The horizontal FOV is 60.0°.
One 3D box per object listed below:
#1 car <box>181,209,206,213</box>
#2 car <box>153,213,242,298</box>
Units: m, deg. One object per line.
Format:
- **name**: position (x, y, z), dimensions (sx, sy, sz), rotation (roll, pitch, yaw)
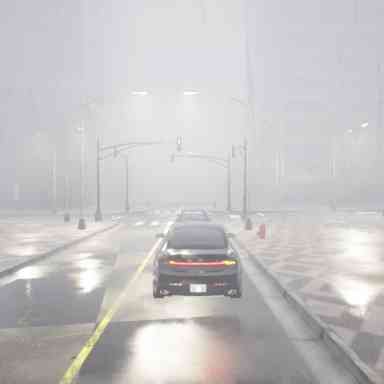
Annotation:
- **car**: position (0.068, 1.557, 17.375), dimensions (1.994, 1.385, 4.181), rotation (0, 0, 1)
- **car**: position (0.104, 1.502, 8.471), dimensions (1.837, 1.490, 4.892), rotation (0, 0, 0)
